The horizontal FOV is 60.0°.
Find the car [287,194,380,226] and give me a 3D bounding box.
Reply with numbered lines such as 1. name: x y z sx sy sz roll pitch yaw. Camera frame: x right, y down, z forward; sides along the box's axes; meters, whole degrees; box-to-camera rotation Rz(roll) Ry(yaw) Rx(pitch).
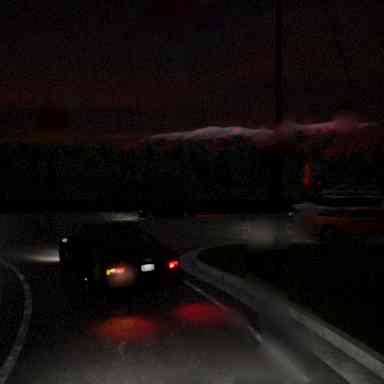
1. car: 9.714 1.203 23.230 5.566 2.045 2.150 0 0 3

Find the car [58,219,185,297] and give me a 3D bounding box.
1. car: -2.156 1.540 8.718 2.033 1.411 5.357 0 0 -31

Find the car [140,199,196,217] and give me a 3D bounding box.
1. car: -2.151 1.451 30.780 5.008 1.535 1.882 0 0 3

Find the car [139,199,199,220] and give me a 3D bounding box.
1. car: -1.850 1.482 27.263 4.892 1.490 1.837 0 0 3

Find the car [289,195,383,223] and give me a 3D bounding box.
1. car: 8.946 1.206 19.761 5.566 2.045 2.150 0 0 3

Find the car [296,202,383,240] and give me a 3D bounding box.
1. car: 8.015 1.465 16.300 5.008 1.535 1.882 -1 0 3
